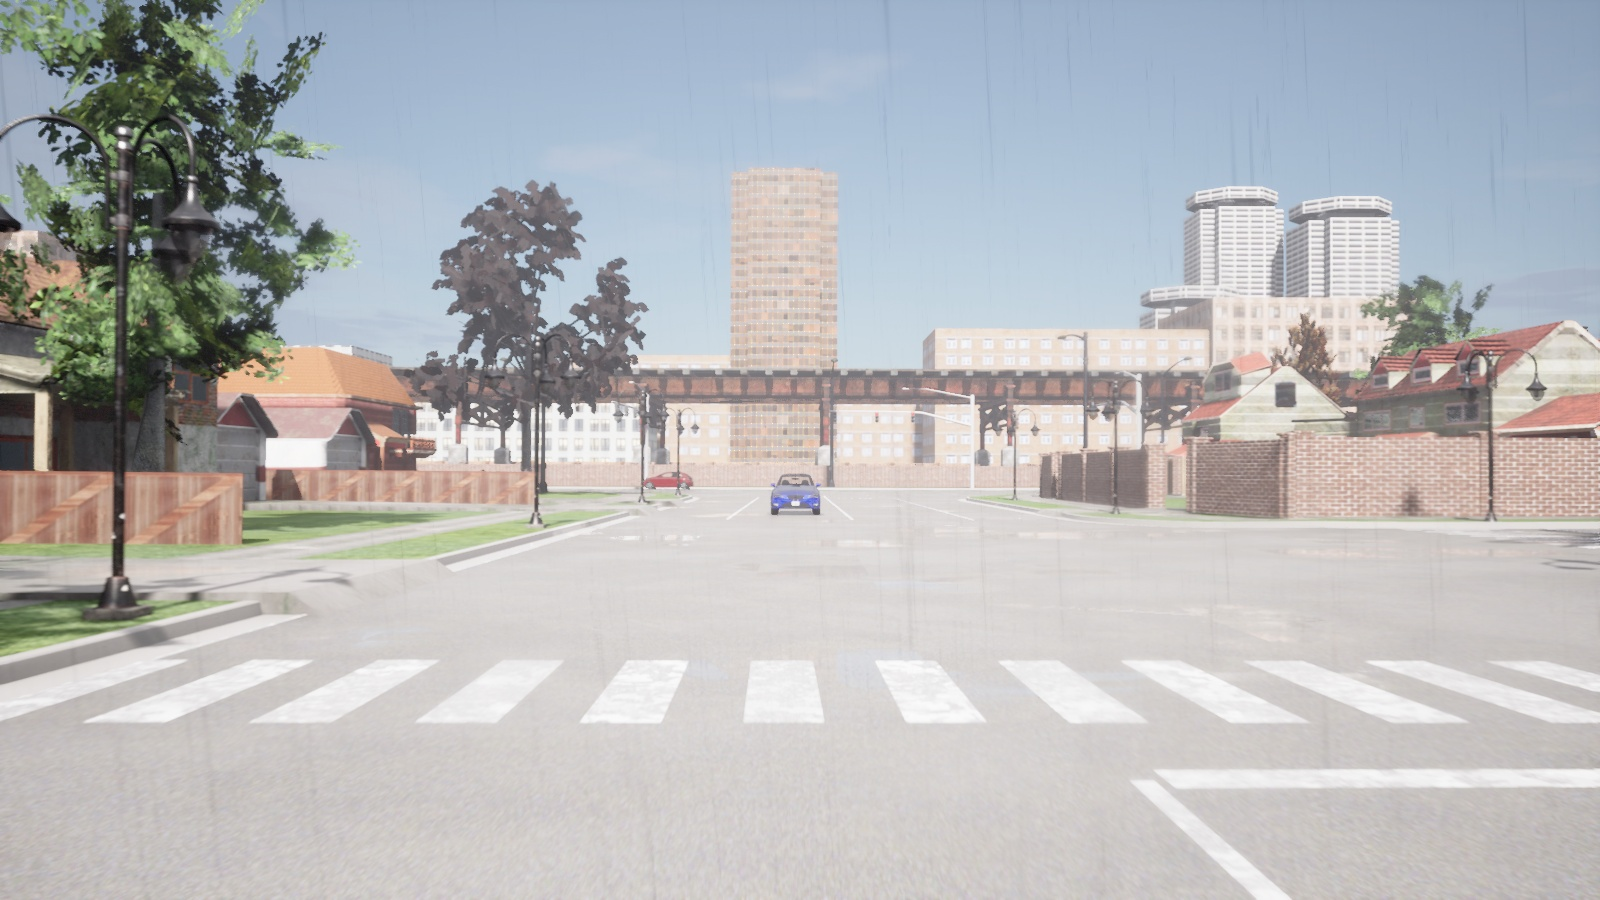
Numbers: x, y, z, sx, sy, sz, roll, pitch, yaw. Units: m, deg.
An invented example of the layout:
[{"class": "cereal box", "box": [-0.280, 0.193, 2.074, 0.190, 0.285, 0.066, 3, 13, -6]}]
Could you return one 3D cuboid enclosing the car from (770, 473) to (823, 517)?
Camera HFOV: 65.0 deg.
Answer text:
[{"class": "car", "box": [-0.137, 1.589, 45.465, 1.816, 1.474, 4.193, 0, -1, 0]}]
